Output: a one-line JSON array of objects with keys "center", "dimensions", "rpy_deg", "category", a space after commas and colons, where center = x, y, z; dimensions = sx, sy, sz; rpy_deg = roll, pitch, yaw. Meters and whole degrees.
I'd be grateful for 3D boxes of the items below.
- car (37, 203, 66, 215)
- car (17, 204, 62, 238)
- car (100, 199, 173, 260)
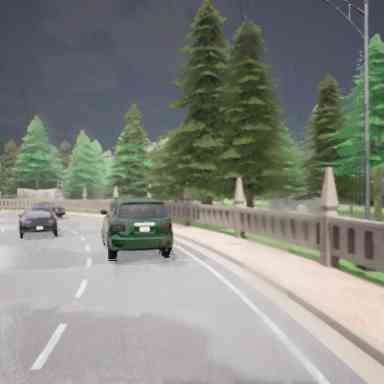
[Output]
[{"center": [-13.749, 1.706, 31.091], "dimensions": [5.357, 1.411, 2.033], "rpy_deg": [0, 0, 44], "category": "car"}, {"center": [-8.632, 1.624, 18.579], "dimensions": [1.812, 1.442, 4.674], "rpy_deg": [0, 0, -28], "category": "car"}, {"center": [-2.288, 1.268, 12.954], "dimensions": [2.150, 2.045, 5.566], "rpy_deg": [0, 0, -18], "category": "car"}]
